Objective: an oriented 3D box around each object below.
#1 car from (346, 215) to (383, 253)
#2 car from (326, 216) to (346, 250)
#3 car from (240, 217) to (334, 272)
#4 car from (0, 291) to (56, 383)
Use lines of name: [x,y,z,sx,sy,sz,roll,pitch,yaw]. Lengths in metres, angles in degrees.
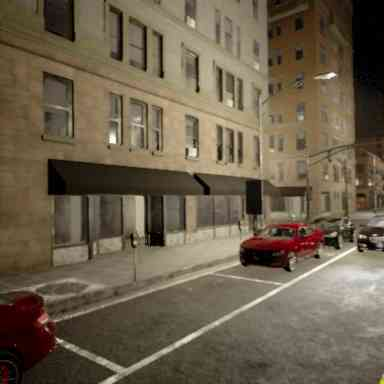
car: [8.451,1.736,14.204,2.128,1.511,4.902,-2,-2,38]
car: [6.708,1.877,16.182,1.947,1.339,4.313,-2,-2,38]
car: [3.325,1.793,11.832,1.887,1.381,4.507,-2,-2,38]
car: [-3.440,1.705,3.131,1.802,1.307,4.206,-2,-2,38]
